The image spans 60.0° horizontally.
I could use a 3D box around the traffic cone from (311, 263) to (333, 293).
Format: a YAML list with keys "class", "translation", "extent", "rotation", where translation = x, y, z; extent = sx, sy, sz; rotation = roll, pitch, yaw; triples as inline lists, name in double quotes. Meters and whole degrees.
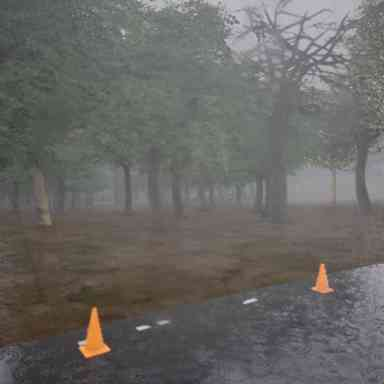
- class: "traffic cone"
  translation: [2.932, 1.902, 7.472]
  extent: [0.340, 0.580, 0.340]
  rotation: [0, 1, -32]

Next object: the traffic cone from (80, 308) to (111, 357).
- class: "traffic cone"
  translation: [-1.368, 1.929, 4.685]
  extent: [0.340, 0.580, 0.340]
  rotation: [0, 0, -34]
